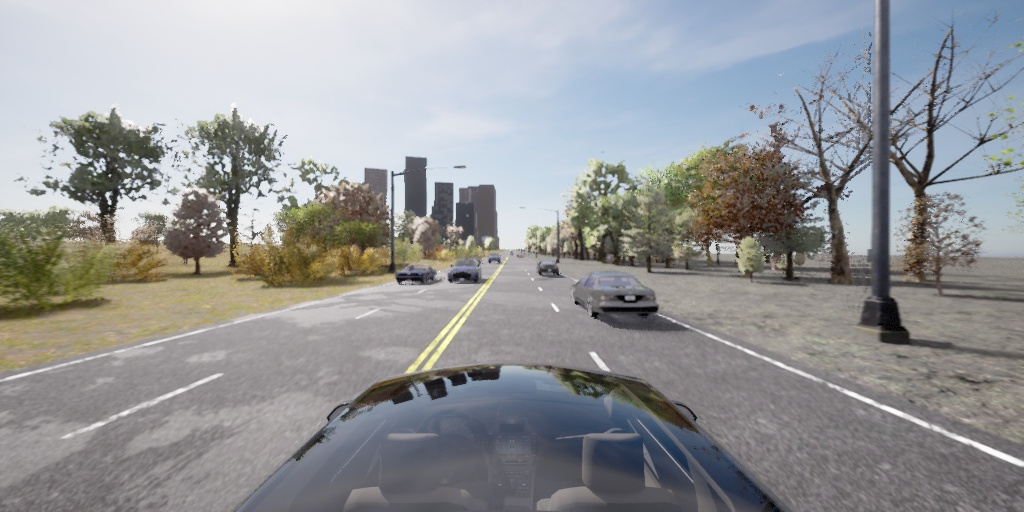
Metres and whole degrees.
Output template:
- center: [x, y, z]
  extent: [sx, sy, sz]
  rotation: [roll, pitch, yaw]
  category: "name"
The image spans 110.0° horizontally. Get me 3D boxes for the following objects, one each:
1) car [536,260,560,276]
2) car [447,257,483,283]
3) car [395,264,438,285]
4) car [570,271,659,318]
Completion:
- center: [3.353, 1.063, 34.159]
  extent: [1.812, 1.442, 4.674]
  rotation: [0, 1, 0]
  category: "car"
- center: [-3.345, 0.960, 26.114]
  extent: [2.097, 1.767, 4.553]
  rotation: [0, 0, 0]
  category: "car"
- center: [-6.596, 1.217, 25.089]
  extent: [1.895, 1.301, 4.718]
  rotation: [0, 0, 0]
  category: "car"
- center: [3.356, 1.239, 12.716]
  extent: [2.033, 1.411, 5.357]
  rotation: [0, 0, 0]
  category: "car"
